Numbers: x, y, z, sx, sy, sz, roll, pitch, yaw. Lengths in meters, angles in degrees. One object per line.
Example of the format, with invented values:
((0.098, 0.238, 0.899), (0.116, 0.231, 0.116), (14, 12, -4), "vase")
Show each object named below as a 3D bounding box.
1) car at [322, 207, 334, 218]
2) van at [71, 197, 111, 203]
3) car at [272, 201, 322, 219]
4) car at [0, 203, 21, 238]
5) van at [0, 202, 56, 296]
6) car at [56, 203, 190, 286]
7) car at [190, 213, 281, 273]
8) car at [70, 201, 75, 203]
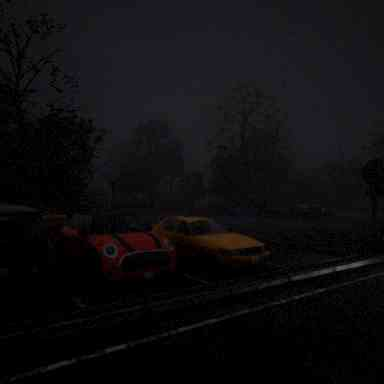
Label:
((12.842, 1.826, 35.696), (2.185, 1.767, 4.553), (2, -1, -35), "car")
((-6.523, 1.282, 21.582), (1.878, 1.987, 4.442), (1, 0, -36), "van")
((10.293, 1.916, 33.804), (2.002, 1.452, 4.674), (2, -1, -36), "car")
((-11.127, 1.471, 18.638), (1.946, 1.575, 5.366), (0, 0, -36), "car")
((-4.846, 1.245, 7.957), (1.878, 1.987, 4.442), (0, 0, -36), "van")
((-2.332, 1.355, 9.664), (2.185, 1.767, 4.553), (1, 0, -36), "car")
((0.161, 1.499, 11.194), (1.946, 1.575, 5.366), (1, 0, -36), "car")
((-8.968, 1.485, 20.193), (1.946, 1.575, 5.366), (1, 0, -36), "car")
